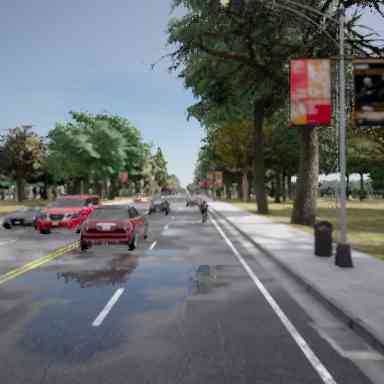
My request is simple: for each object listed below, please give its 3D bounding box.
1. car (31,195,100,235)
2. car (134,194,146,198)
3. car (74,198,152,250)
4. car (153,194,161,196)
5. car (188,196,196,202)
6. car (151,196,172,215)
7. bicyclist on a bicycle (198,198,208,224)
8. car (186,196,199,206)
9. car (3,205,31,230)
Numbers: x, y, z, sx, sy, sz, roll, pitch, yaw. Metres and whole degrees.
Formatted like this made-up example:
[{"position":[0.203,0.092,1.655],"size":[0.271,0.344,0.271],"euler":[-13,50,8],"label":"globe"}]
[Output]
[{"position":[-6.599,1.189,18.842],"size":[2.150,2.045,5.566],"euler":[0,0,0],"label":"car"},{"position":[-9.770,1.236,62.608],"size":[2.097,1.767,4.553],"euler":[0,0,0],"label":"car"},{"position":[-3.151,1.328,14.340],"size":[2.097,1.767,4.553],"euler":[0,0,0],"label":"car"},{"position":[-6.527,1.237,61.294],"size":[2.097,1.767,4.553],"euler":[0,0,0],"label":"car"},{"position":[-0.002,1.465,74.346],"size":[1.895,1.301,4.718],"euler":[0,0,0],"label":"car"},{"position":[-3.151,1.465,33.144],"size":[1.812,1.442,4.674],"euler":[0,0,0],"label":"car"},{"position":[0.890,1.412,23.164],"size":[0.582,1.620,1.656],"euler":[0,0,0],"label":"bicyclist on a bicycle"},{"position":[0.078,1.448,51.954],"size":[2.033,1.411,5.357],"euler":[0,0,0],"label":"car"},{"position":[-9.847,1.528,20.738],"size":[1.994,1.385,4.181],"euler":[0,0,0],"label":"car"}]
